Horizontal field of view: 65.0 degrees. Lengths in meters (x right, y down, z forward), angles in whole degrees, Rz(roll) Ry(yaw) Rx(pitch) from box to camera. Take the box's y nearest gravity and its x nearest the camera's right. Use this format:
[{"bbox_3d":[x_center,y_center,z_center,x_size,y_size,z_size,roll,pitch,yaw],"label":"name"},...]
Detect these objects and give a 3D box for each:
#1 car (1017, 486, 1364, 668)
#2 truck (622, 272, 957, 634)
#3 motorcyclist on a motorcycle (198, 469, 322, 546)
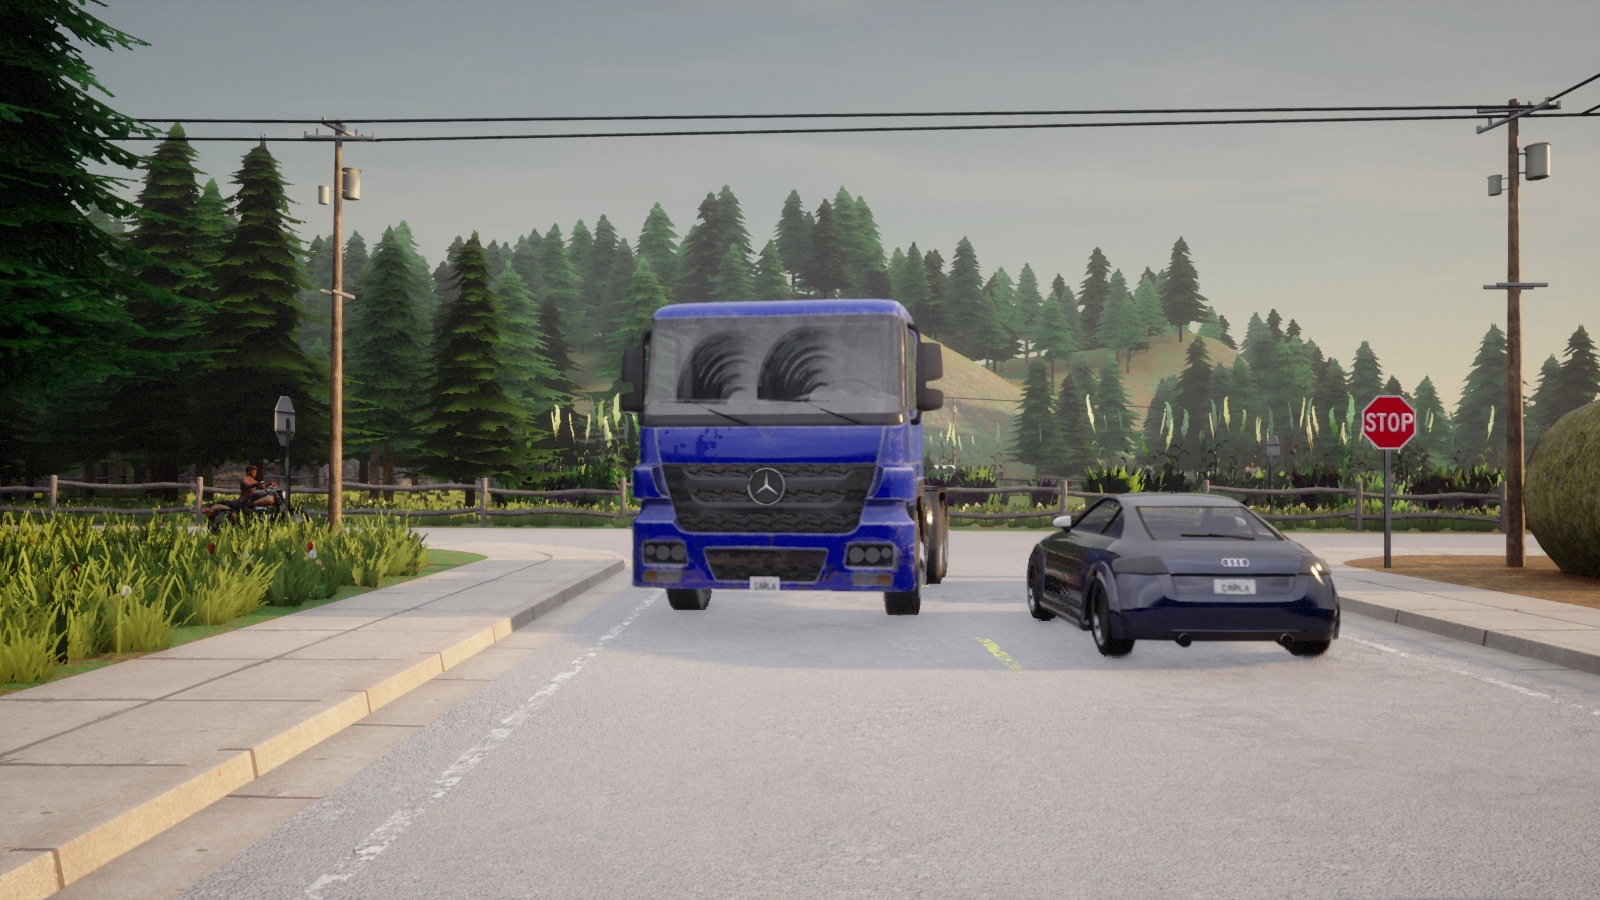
[{"bbox_3d":[3.476,1.068,12.103,1.994,1.385,4.181,0,-1,-1],"label":"car"},{"bbox_3d":[0.353,0.101,16.136,2.891,3.462,7.936,-1,-1,10],"label":"truck"},{"bbox_3d":[-11.643,1.231,27.127,2.350,1.649,0.766,0,-1,3],"label":"motorcyclist on a motorcycle"}]
